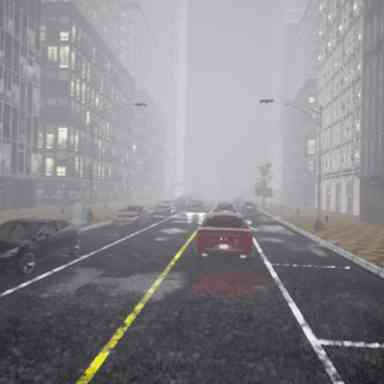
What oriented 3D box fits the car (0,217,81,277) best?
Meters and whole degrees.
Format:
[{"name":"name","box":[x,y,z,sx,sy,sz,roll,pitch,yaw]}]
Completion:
[{"name":"car","box":[-4.853,1.449,9.992,1.947,1.339,4.313,2,0,6]}]

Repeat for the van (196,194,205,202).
[{"name":"van","box":[1.957,1.277,77.958,1.690,1.788,3.998,2,0,6]}]

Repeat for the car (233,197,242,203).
[{"name":"car","box":[9.718,1.701,71.445,1.802,1.307,4.206,2,0,6]}]

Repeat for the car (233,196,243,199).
[{"name":"car","box":[8.589,1.554,60.117,1.967,1.590,4.097,2,0,6]}]

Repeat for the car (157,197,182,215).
[{"name":"car","box":[-2.585,1.458,32.647,2.008,1.369,4.403,2,0,6]}]

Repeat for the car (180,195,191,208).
[{"name":"car","box":[-1.451,1.462,43.975,1.887,1.381,4.507,2,0,6]}]

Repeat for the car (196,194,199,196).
[{"name":"car","box":[-0.318,1.507,55.303,1.802,1.307,4.206,2,0,6]}]

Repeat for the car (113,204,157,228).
[{"name":"car","box":[-3.719,1.478,21.318,1.802,1.307,4.206,2,0,6]}]

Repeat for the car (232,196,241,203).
[{"name":"car","box":[10.304,1.647,77.278,1.752,1.417,4.829,2,0,6]}]

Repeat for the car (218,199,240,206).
[{"name":"car","box":[2.898,1.596,29.338,1.994,1.385,4.181,1,0,6]}]

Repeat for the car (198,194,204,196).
[{"name":"car","box":[1.387,1.374,72.294,1.967,1.590,4.097,2,0,6]}]

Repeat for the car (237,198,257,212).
[{"name":"car","box":[6.317,1.664,37.464,1.947,1.339,4.313,2,0,6]}]

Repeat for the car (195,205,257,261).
[{"name":"car","box":[1.210,1.493,12.455,1.882,1.535,5.008,1,0,6]}]

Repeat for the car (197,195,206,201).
[{"name":"car","box":[2.517,1.504,83.623,1.947,1.339,4.313,2,0,6]}]

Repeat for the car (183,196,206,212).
[{"name":"car","box":[0.521,1.535,37.225,1.994,1.385,4.181,1,0,6]}]
